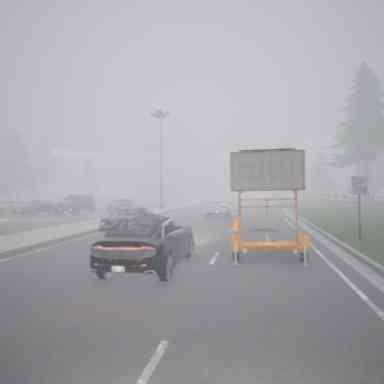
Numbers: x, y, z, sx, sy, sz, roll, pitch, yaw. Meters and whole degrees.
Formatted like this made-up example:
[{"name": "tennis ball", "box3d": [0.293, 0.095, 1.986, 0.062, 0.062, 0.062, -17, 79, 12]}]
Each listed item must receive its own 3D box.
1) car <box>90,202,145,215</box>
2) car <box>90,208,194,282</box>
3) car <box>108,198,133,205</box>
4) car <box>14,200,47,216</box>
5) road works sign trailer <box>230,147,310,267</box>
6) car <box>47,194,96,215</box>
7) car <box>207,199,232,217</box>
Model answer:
[{"name": "car", "box3d": [-3.178, 1.509, 18.090, 2.033, 1.411, 5.357, -1, 0, 11]}, {"name": "car", "box3d": [-1.183, 1.461, 9.721, 2.128, 1.511, 4.902, -1, 0, 11]}, {"name": "car", "box3d": [-7.935, 1.451, 37.229, 1.837, 1.490, 4.892, -1, 0, 11]}, {"name": "car", "box3d": [-15.731, 1.593, 33.597, 2.128, 1.511, 4.902, -1, 0, 11]}, {"name": "road works sign trailer", "box3d": [2.513, 0.362, 11.110, 2.380, 3.560, 2.880, -1, 0, 11]}, {"name": "car", "box3d": [-12.029, 1.254, 34.380, 2.150, 2.045, 5.566, -1, 0, 11]}, {"name": "car", "box3d": [2.391, 1.333, 28.778, 1.812, 1.442, 4.674, -1, 0, 11]}]
